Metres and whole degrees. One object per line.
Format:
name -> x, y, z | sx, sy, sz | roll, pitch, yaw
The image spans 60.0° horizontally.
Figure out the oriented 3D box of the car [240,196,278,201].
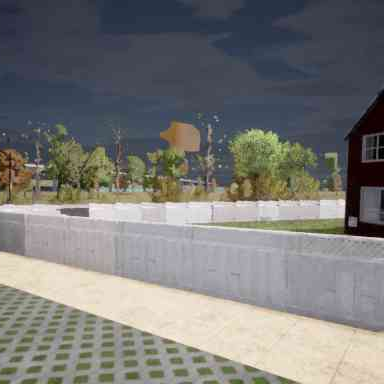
car -> 8.429, 1.097, 42.461 | 4.718, 1.301, 1.895 | 0, 2, -18
